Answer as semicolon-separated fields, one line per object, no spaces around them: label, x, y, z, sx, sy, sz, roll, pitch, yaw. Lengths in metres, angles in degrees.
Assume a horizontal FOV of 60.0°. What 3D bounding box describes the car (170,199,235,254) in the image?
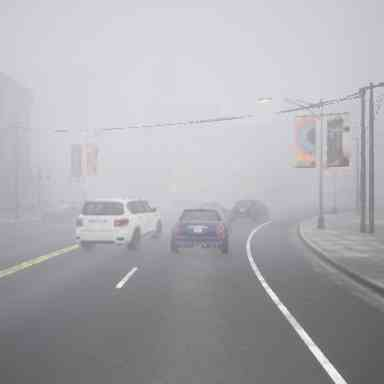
car;0.550;1.366;13.751;2.097;1.767;4.553;0;0;9

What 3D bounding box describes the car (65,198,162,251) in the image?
car;-2.896;1.258;14.368;2.150;2.045;5.566;0;0;9

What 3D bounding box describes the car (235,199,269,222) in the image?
car;4.659;1.366;26.431;2.097;1.767;4.553;0;0;27

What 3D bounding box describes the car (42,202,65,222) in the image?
car;-9.898;1.519;26.895;2.002;1.452;4.674;0;0;20

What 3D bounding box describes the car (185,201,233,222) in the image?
car;1.549;1.563;28.037;2.033;1.411;5.357;0;0;27

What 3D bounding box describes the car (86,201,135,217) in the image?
car;-7.733;1.594;32.201;1.895;1.301;4.718;0;0;30
